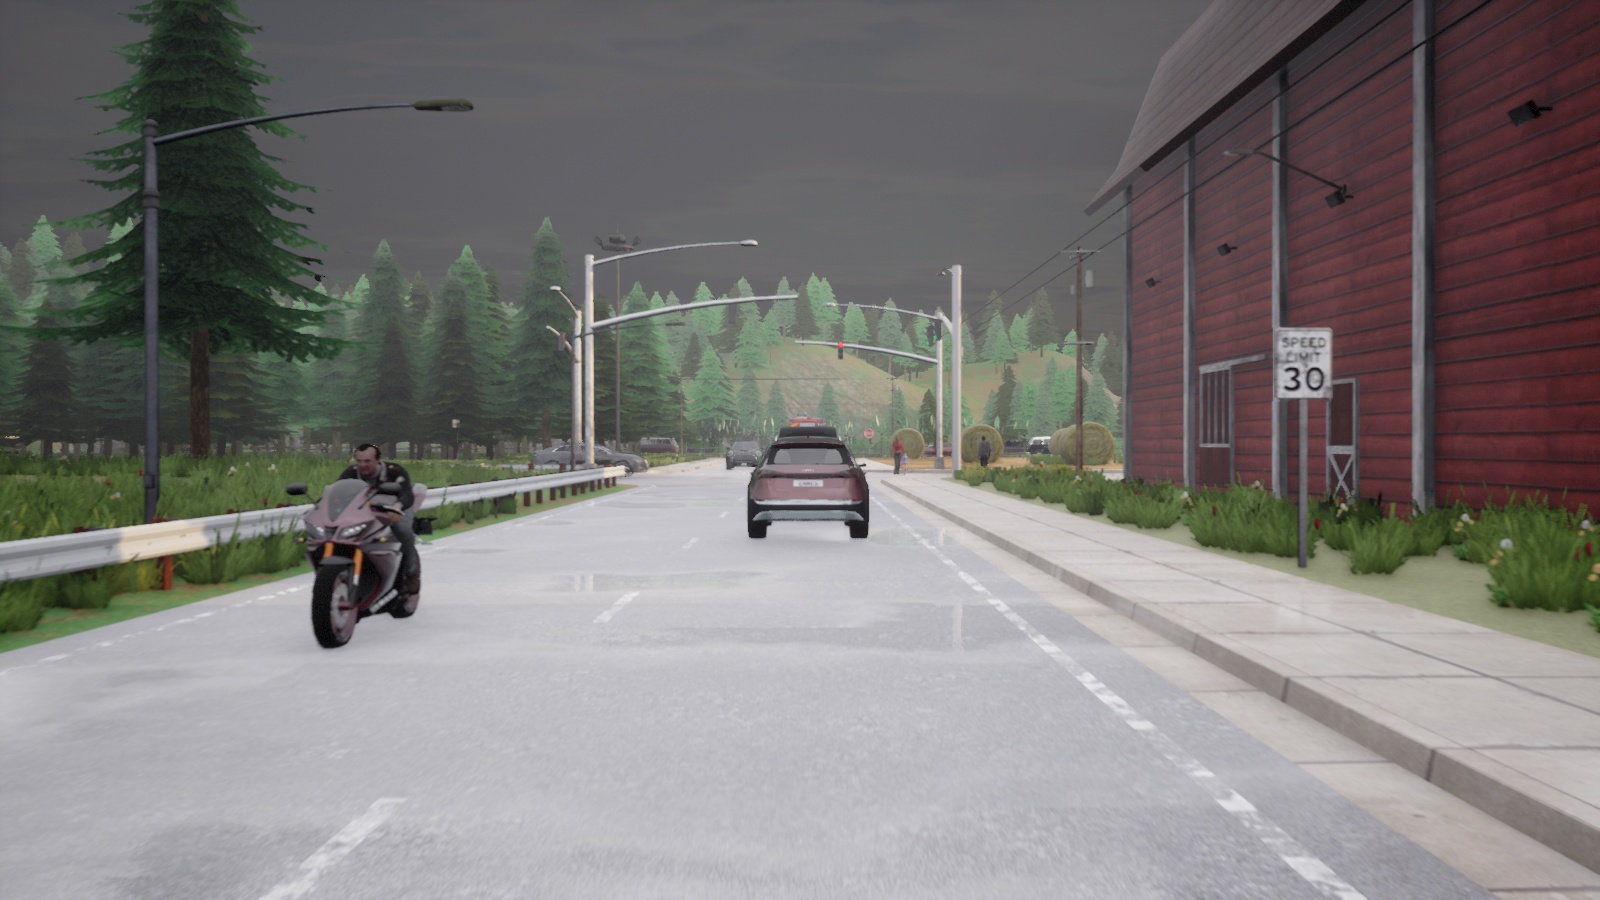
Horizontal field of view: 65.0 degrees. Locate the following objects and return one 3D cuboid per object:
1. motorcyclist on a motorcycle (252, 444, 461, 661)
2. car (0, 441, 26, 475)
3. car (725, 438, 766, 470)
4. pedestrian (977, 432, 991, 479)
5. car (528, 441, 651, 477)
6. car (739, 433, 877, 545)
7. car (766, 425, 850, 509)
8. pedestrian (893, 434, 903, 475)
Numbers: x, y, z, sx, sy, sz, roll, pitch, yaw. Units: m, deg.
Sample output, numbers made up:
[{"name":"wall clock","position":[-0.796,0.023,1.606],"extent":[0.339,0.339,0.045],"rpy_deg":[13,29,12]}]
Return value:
[{"name":"motorcyclist on a motorcycle","position":[-3.428,0.723,9.965],"extent":[0.866,1.530,2.191],"rpy_deg":[0,0,0]},{"name":"car","position":[-37.935,0.348,56.551],"extent":[5.008,1.535,1.882],"rpy_deg":[0,0,0]},{"name":"car","position":[-3.078,0.200,71.453],"extent":[2.097,1.767,4.553],"rpy_deg":[0,0,0]},{"name":"pedestrian","position":[7.714,0.231,52.652],"extent":[0.423,1.949,0.788],"rpy_deg":[0,0,-4]},{"name":"car","position":[-8.874,0.373,53.363],"extent":[4.902,1.511,2.128],"rpy_deg":[0,0,-1]},{"name":"car","position":[0.135,0.558,20.985],"extent":[2.033,1.649,4.856],"rpy_deg":[0,0,0]},{"name":"car","position":[0.187,0.372,30.182],"extent":[1.905,1.878,3.866],"rpy_deg":[0,0,0]},{"name":"pedestrian","position":[4.438,0.205,56.889],"extent":[0.331,1.846,0.636],"rpy_deg":[0,0,-3]}]
